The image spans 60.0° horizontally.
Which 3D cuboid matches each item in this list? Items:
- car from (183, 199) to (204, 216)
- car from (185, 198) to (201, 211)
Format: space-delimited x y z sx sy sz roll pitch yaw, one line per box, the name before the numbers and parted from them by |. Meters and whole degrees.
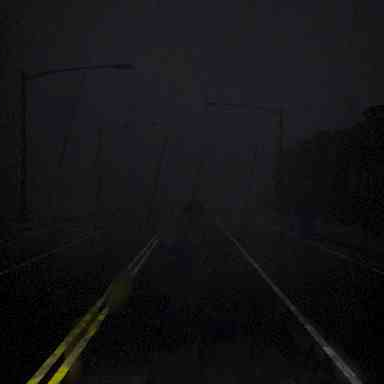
car | 0.149 1.492 32.218 2.128 1.511 4.902 0 0 0
car | 0.157 1.564 42.584 1.994 1.385 4.181 0 0 0
